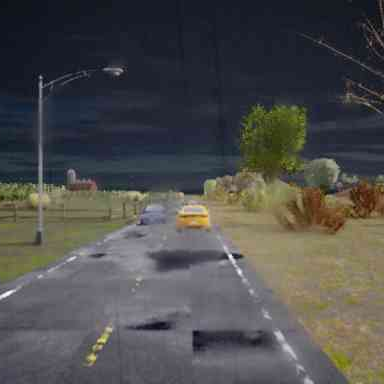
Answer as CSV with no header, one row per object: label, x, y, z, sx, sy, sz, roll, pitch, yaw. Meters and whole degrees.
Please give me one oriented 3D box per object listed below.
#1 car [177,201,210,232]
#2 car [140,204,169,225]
car,0.094,1.578,21.015,1.882,1.535,5.008,0,0,0
car,-2.757,1.648,25.183,1.812,1.442,4.674,0,0,0
